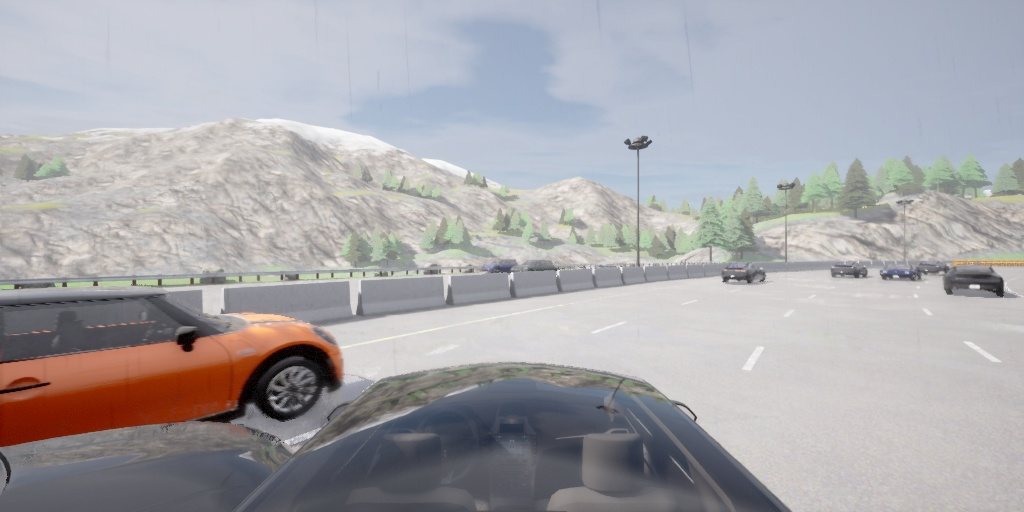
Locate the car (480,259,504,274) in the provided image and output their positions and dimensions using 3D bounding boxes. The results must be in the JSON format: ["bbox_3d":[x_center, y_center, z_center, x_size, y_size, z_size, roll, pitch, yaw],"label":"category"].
[{"bbox_3d":[-1.242,1.099,38.583,4.553,1.767,2.097,0,0,-43],"label":"car"}]

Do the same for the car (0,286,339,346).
[{"bbox_3d":[-4.315,1.103,3.854,2.097,1.767,4.553,0,0,37],"label":"car"}]

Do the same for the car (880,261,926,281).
[{"bbox_3d":[32.304,1.349,29.728,4.718,1.301,1.895,0,0,-35],"label":"car"}]

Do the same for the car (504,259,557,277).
[{"bbox_3d":[1.920,1.100,31.956,4.553,1.767,2.097,0,0,-43],"label":"car"}]

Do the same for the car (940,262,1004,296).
[{"bbox_3d":[24.636,1.254,19.254,4.892,1.490,1.837,0,0,-41],"label":"car"}]

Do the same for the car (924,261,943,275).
[{"bbox_3d":[43.308,1.239,36.862,4.902,1.511,2.128,0,0,-31],"label":"car"}]

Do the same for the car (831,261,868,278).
[{"bbox_3d":[31.370,1.240,33.338,4.902,1.511,2.128,0,0,-35],"label":"car"}]

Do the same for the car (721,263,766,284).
[{"bbox_3d":[17.416,1.236,26.888,4.902,1.511,2.128,1,0,-41],"label":"car"}]

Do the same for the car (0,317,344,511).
[{"bbox_3d":[-2.982,1.255,0.524,4.892,1.490,1.837,0,0,-45],"label":"car"}]

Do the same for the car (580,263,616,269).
[{"bbox_3d":[8.061,1.349,32.883,4.718,1.301,1.895,0,0,-42],"label":"car"}]
